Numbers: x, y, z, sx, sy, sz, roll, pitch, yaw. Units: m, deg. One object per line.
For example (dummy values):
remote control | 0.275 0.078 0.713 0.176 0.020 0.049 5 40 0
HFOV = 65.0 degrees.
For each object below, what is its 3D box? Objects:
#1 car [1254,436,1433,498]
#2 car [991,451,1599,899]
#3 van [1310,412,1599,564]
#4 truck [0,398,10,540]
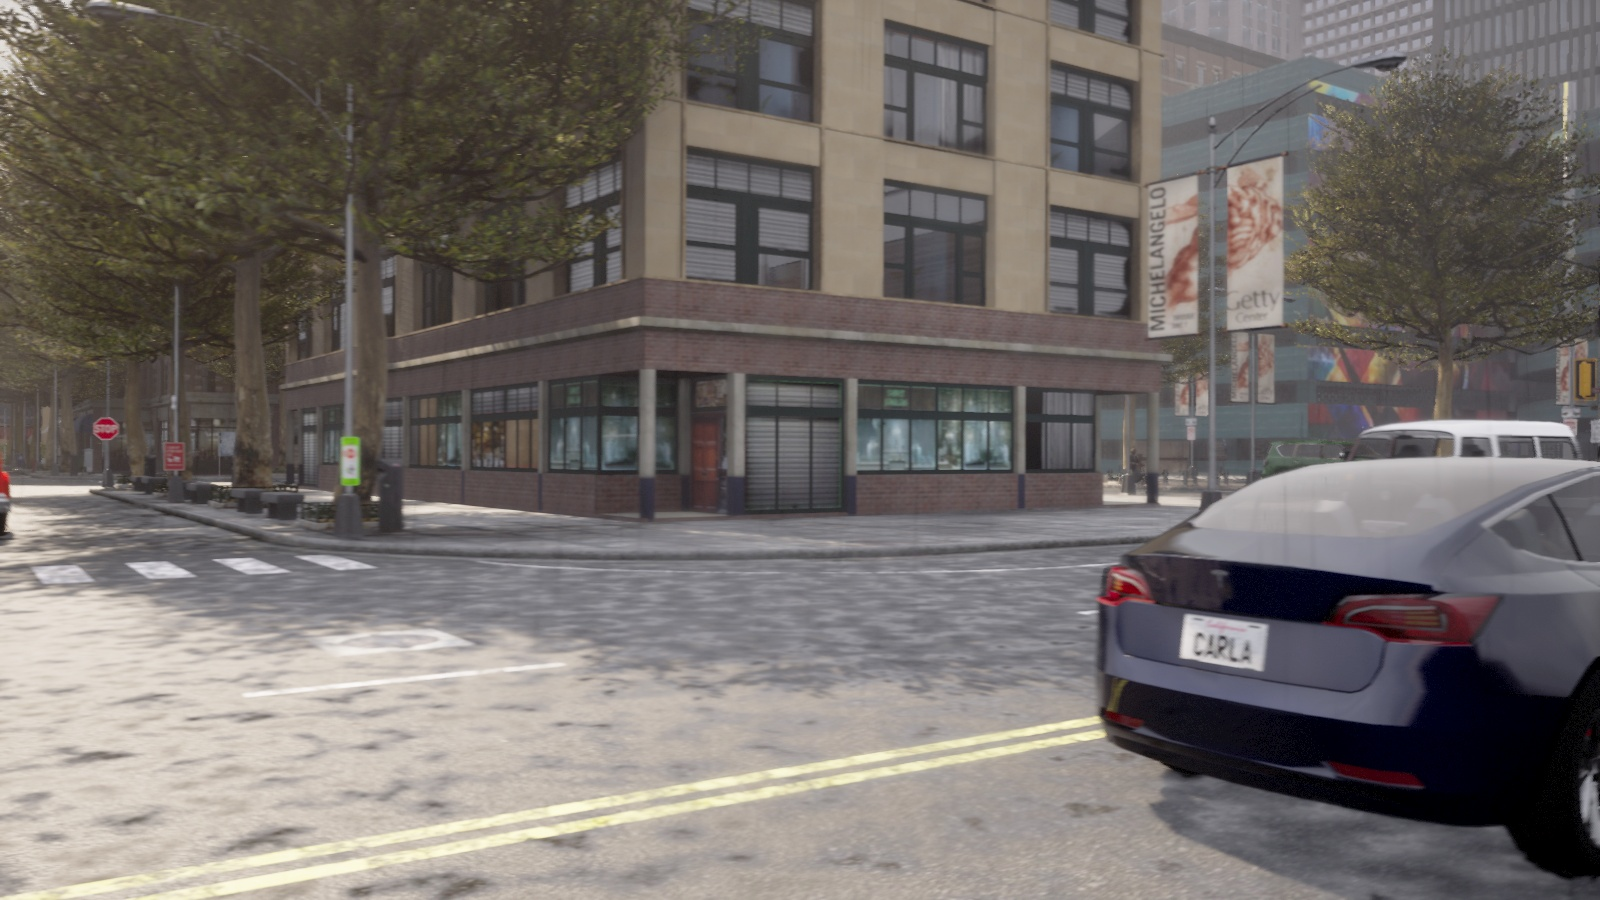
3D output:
car | 19.223 0.575 44.731 2.150 2.045 5.566 0 0 -34
car | 3.422 0.757 5.966 4.792 1.488 2.163 0 0 -35
van | 9.939 0.513 18.858 4.480 2.038 2.069 0 0 -34
truck | -16.318 0.344 23.273 2.627 2.467 5.204 0 0 -34
